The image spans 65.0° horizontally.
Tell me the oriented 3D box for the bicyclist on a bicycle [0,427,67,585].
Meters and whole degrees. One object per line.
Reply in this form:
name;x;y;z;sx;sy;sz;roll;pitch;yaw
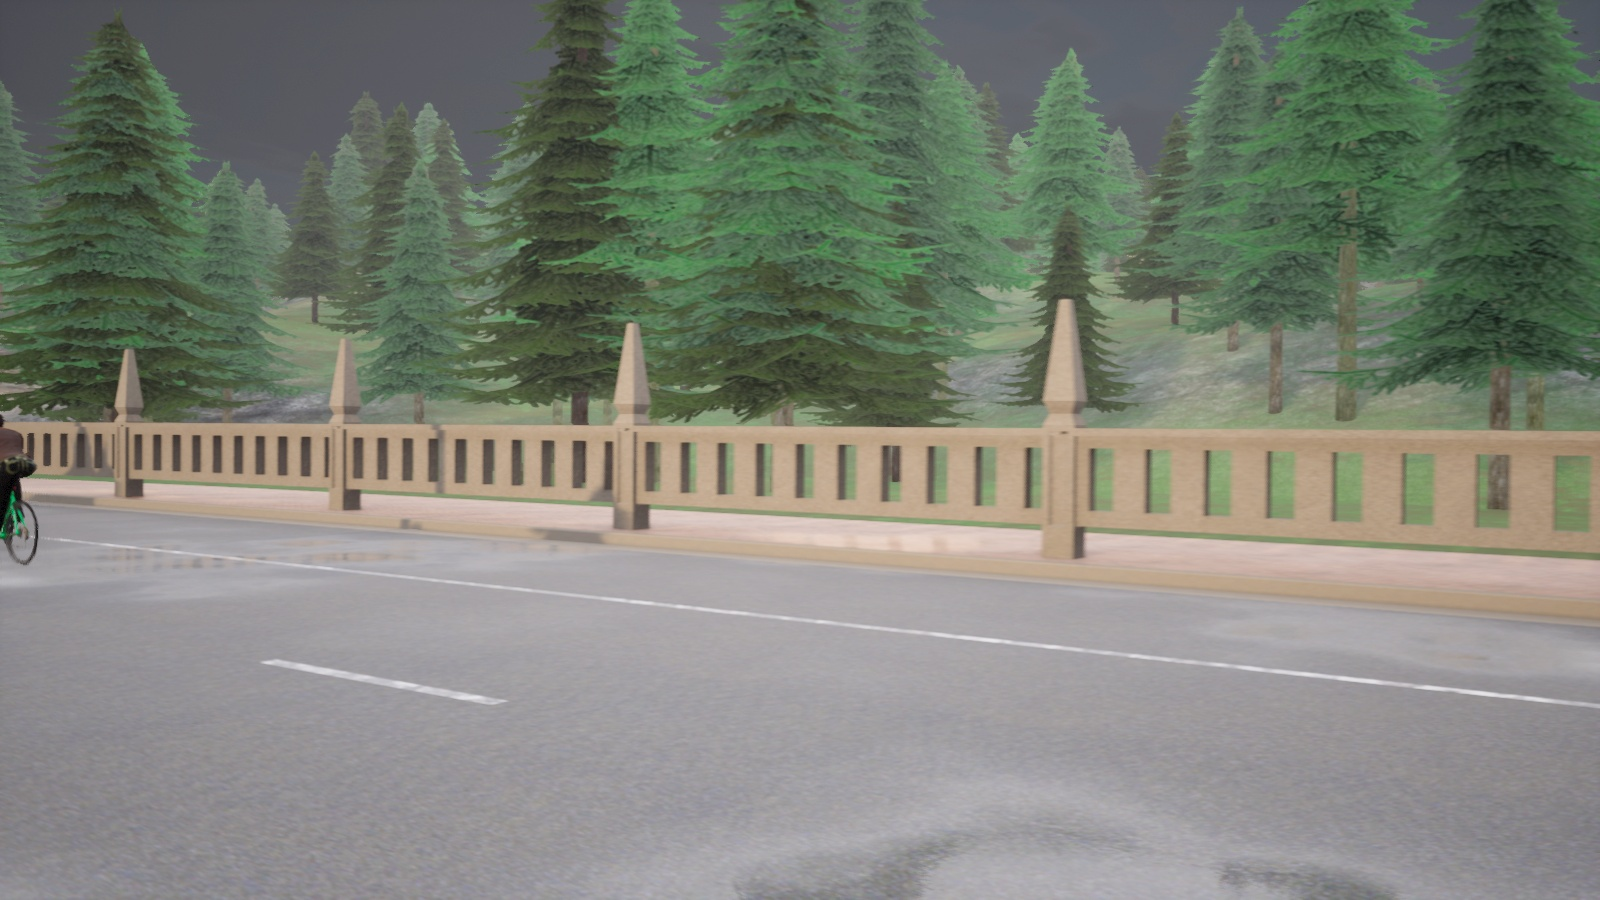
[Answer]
bicyclist on a bicycle;-8.677;0.577;13.588;1.656;1.620;0.582;0;1;34
